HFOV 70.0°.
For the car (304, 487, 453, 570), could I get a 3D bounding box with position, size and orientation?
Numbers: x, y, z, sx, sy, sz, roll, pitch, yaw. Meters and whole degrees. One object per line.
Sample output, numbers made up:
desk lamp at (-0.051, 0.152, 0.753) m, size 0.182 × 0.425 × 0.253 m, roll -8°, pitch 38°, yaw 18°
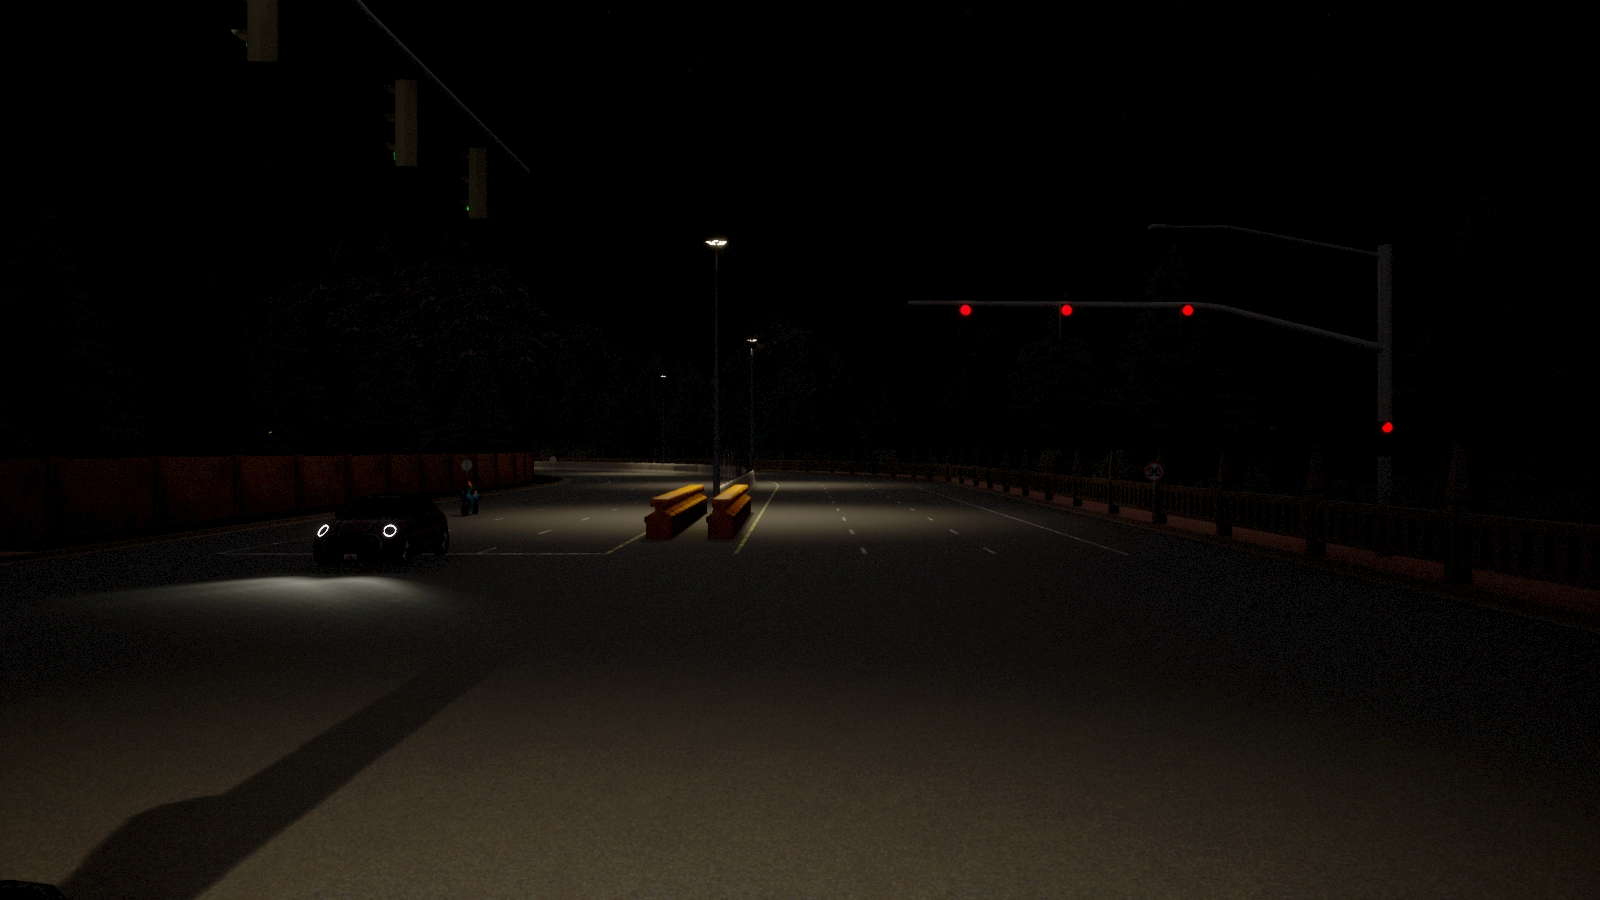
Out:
car at (-10.504, 1.906, 28.861) m, size 2.097 × 1.767 × 4.553 m, roll 0°, pitch 0°, yaw 0°
